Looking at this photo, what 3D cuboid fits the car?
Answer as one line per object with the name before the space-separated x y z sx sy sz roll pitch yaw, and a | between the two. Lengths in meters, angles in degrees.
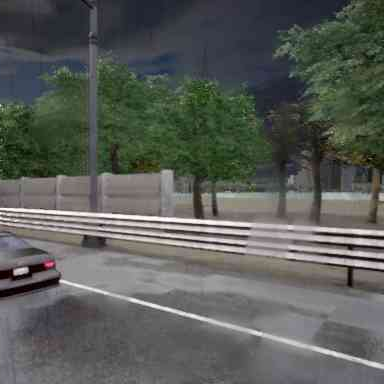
car | -5.267 1.547 7.769 5.357 1.411 2.033 0 0 36
